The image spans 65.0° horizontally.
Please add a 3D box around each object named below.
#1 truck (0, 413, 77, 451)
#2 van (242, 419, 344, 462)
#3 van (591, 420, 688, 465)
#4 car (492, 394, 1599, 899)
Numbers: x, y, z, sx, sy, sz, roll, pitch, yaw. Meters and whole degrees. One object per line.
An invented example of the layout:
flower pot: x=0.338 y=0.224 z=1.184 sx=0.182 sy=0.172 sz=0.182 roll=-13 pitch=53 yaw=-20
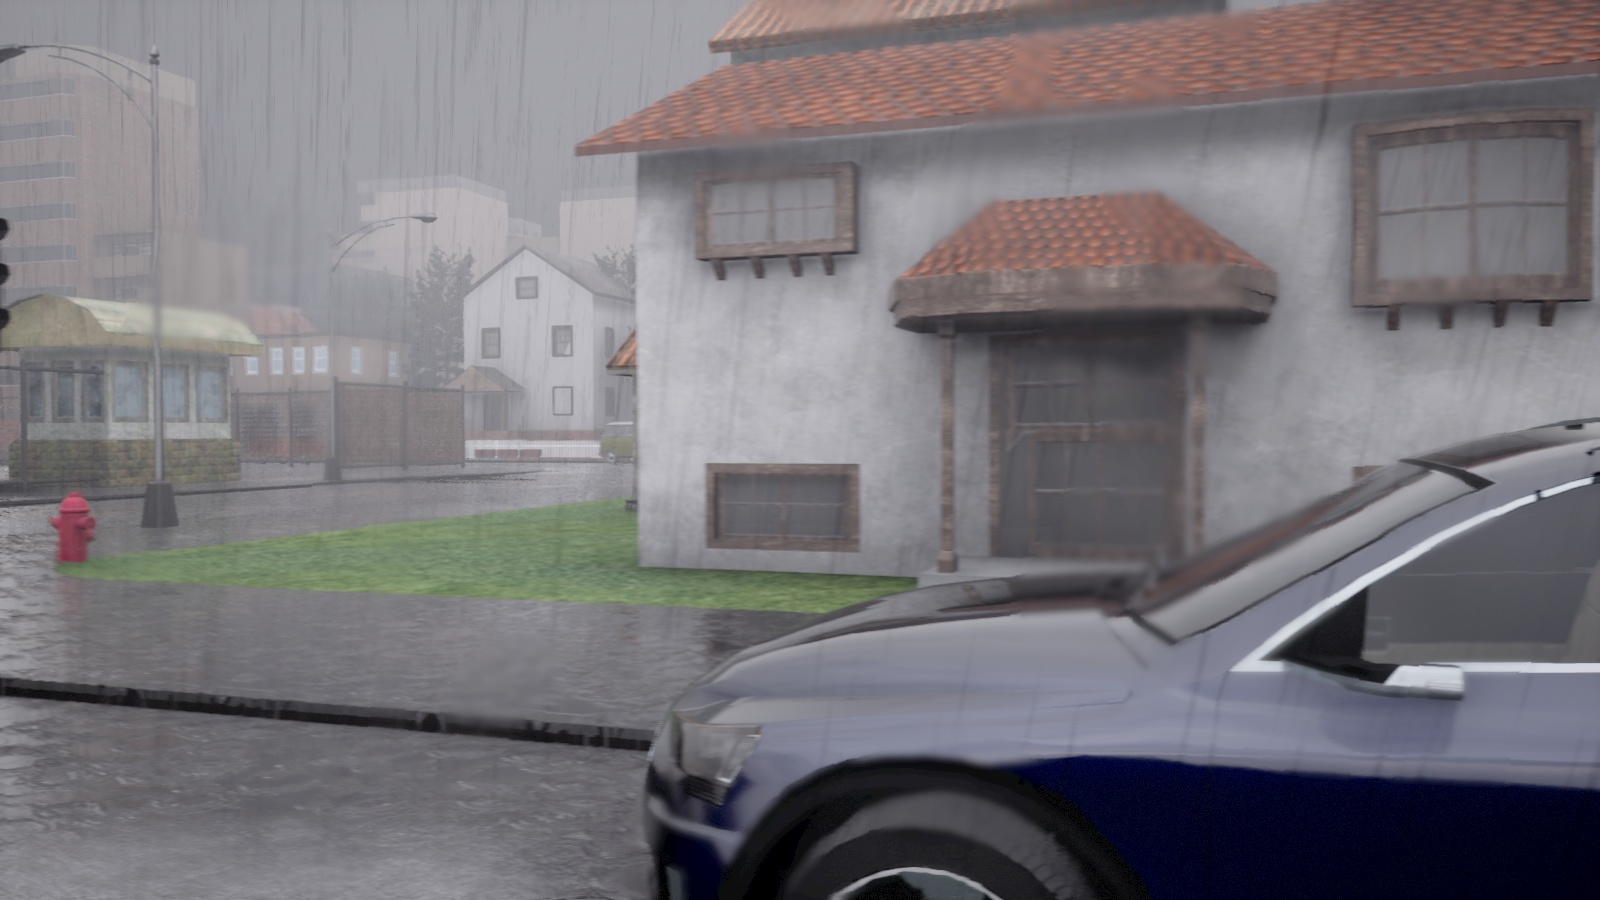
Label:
truck: x=-51.628 y=-1.204 z=84.276 sx=2.627 sy=2.467 sz=5.204 roll=0 pitch=1 yaw=11
van: x=-24.079 y=-0.467 z=59.684 sx=4.442 sy=1.987 sz=1.775 roll=1 pitch=1 yaw=20
van: x=-7.414 y=-0.376 z=57.872 sx=4.442 sy=1.987 sz=1.775 roll=1 pitch=1 yaw=36
car: x=1.919 y=0.714 z=3.082 sx=4.856 sy=1.649 sz=2.033 roll=1 pitch=1 yaw=18
